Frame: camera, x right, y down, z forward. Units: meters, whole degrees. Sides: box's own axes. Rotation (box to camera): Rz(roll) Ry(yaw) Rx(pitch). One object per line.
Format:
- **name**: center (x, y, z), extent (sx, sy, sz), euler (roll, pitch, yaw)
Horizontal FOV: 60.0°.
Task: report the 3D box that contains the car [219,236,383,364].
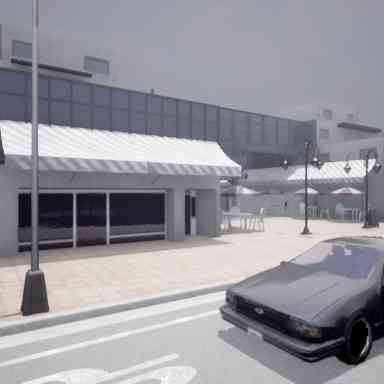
- **car**: center (3.088, 1.546, 5.977), extent (5.357, 1.411, 2.033), euler (0, 0, -33)
